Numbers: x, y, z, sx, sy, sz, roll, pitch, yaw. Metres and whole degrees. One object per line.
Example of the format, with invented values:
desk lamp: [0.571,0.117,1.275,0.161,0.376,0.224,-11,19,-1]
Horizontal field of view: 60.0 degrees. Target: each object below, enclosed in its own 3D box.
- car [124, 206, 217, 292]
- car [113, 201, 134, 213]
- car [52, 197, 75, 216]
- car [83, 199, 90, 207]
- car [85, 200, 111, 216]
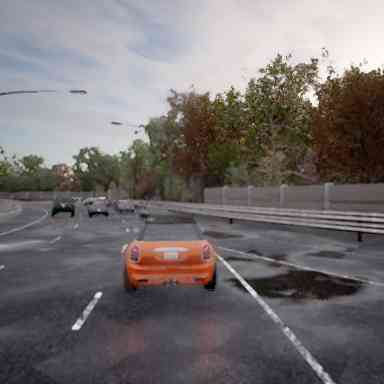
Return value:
car: [-0.623,1.426,9.367,2.097,1.767,4.553,0,-1,-5]
car: [-8.513,1.878,41.446,2.033,1.411,5.357,0,0,-22]
car: [-13.940,1.516,36.074,2.150,2.045,5.566,0,0,-21]
car: [-17.988,1.956,59.418,1.882,1.535,5.008,0,0,-32]
car: [-10.240,1.854,36.033,1.994,1.385,4.181,0,0,-20]
